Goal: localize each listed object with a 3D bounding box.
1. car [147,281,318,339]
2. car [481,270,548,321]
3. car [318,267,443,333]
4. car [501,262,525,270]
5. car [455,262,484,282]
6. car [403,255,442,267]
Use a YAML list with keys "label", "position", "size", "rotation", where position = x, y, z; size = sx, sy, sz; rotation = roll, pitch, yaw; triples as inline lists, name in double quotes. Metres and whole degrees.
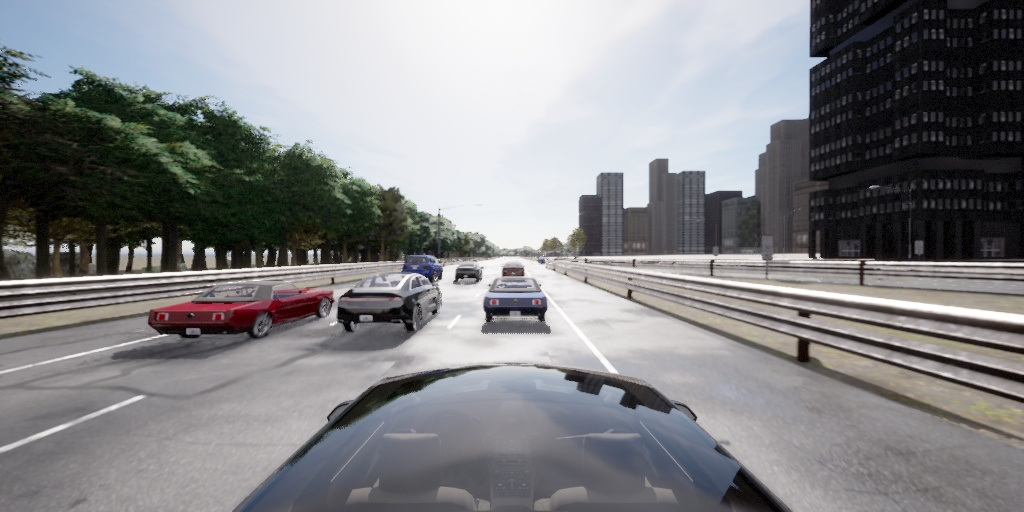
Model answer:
- label: "car"
  position: [-6.899, 1.349, 9.990]
  size: [1.895, 1.301, 4.718]
  rotation: [0, 0, 0]
- label: "car"
  position: [0.100, 1.348, 12.422]
  size: [1.895, 1.301, 4.718]
  rotation: [0, 0, 0]
- label: "car"
  position: [-3.398, 1.239, 10.787]
  size: [2.128, 1.511, 4.902]
  rotation: [0, 0, 0]
- label: "car"
  position: [0.105, 1.202, 30.252]
  size: [1.882, 1.535, 5.008]
  rotation: [0, 0, 0]
- label: "car"
  position: [-3.395, 1.232, 28.735]
  size: [1.837, 1.490, 4.892]
  rotation: [0, 0, 0]
- label: "car"
  position: [-6.895, 0.950, 28.133]
  size: [2.150, 2.045, 5.566]
  rotation: [0, 0, 0]
